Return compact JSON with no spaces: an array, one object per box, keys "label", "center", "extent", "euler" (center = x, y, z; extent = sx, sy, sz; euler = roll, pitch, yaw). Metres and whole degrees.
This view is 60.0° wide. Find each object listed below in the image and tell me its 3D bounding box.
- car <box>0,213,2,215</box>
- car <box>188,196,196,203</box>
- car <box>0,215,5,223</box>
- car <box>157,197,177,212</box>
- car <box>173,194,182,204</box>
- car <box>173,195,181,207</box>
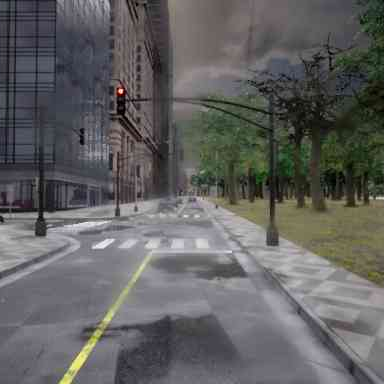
[{"label":"car","center":[-13.523,1.366,18.882],"extent":[4.097,1.590,1.967],"euler":[0,-1,-1]},{"label":"car","center":[0.092,1.766,79.422],"extent":[2.128,1.511,4.902],"euler":[0,0,0]},{"label":"car","center":[-14.524,1.560,21.539],"extent":[4.181,1.385,1.994],"euler":[0,-1,0]},{"label":"car","center":[-3.082,1.623,39.411],"extent":[2.033,1.411,5.357],"euler":[0,0,-4]},{"label":"car","center":[-2.954,1.687,66.501],"extent":[1.837,1.490,4.892],"euler":[0,0,1]},{"label":"car","center":[-3.040,1.619,49.556],"extent":[1.837,1.490,4.892],"euler":[0,0,0]}]
